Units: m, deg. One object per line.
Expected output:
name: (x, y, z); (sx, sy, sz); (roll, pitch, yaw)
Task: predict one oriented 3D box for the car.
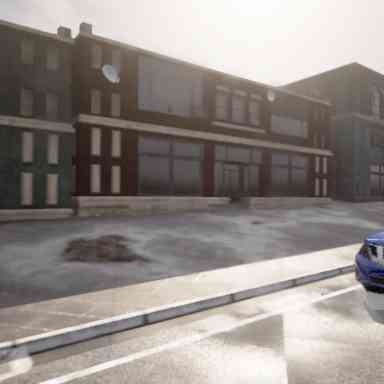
car: (6.071, 1.209, 7.669); (5.566, 2.045, 2.150); (0, 0, -35)
